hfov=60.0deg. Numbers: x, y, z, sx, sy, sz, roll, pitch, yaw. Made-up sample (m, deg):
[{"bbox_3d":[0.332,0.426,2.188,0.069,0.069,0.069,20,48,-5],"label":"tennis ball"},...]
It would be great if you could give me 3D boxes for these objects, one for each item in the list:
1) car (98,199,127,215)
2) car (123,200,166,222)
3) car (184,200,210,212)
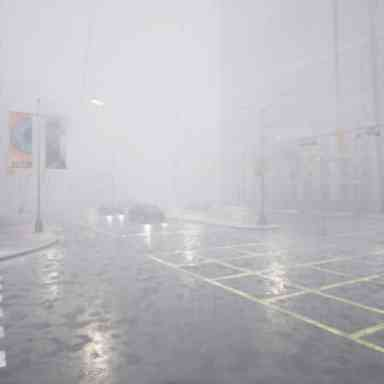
[{"bbox_3d":[-8.904,1.782,36.564,1.994,1.385,4.181,0,0,-30],"label":"car"},{"bbox_3d":[-3.850,1.660,27.836,1.837,1.490,4.892,0,0,-30],"label":"car"},{"bbox_3d":[0.640,1.738,43.281,1.812,1.442,4.674,0,0,-30],"label":"car"}]
